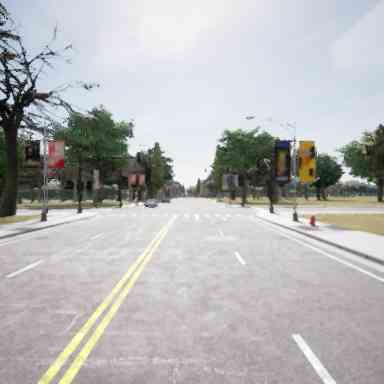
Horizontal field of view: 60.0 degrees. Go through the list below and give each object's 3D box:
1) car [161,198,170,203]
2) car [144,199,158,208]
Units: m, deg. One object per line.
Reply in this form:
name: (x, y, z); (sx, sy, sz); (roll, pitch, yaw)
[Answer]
car: (-6.493, 2.108, 81.298); (1.895, 1.301, 4.718); (0, -1, 0)
car: (-6.494, 1.832, 53.074); (1.812, 1.442, 4.674); (0, 0, 0)
